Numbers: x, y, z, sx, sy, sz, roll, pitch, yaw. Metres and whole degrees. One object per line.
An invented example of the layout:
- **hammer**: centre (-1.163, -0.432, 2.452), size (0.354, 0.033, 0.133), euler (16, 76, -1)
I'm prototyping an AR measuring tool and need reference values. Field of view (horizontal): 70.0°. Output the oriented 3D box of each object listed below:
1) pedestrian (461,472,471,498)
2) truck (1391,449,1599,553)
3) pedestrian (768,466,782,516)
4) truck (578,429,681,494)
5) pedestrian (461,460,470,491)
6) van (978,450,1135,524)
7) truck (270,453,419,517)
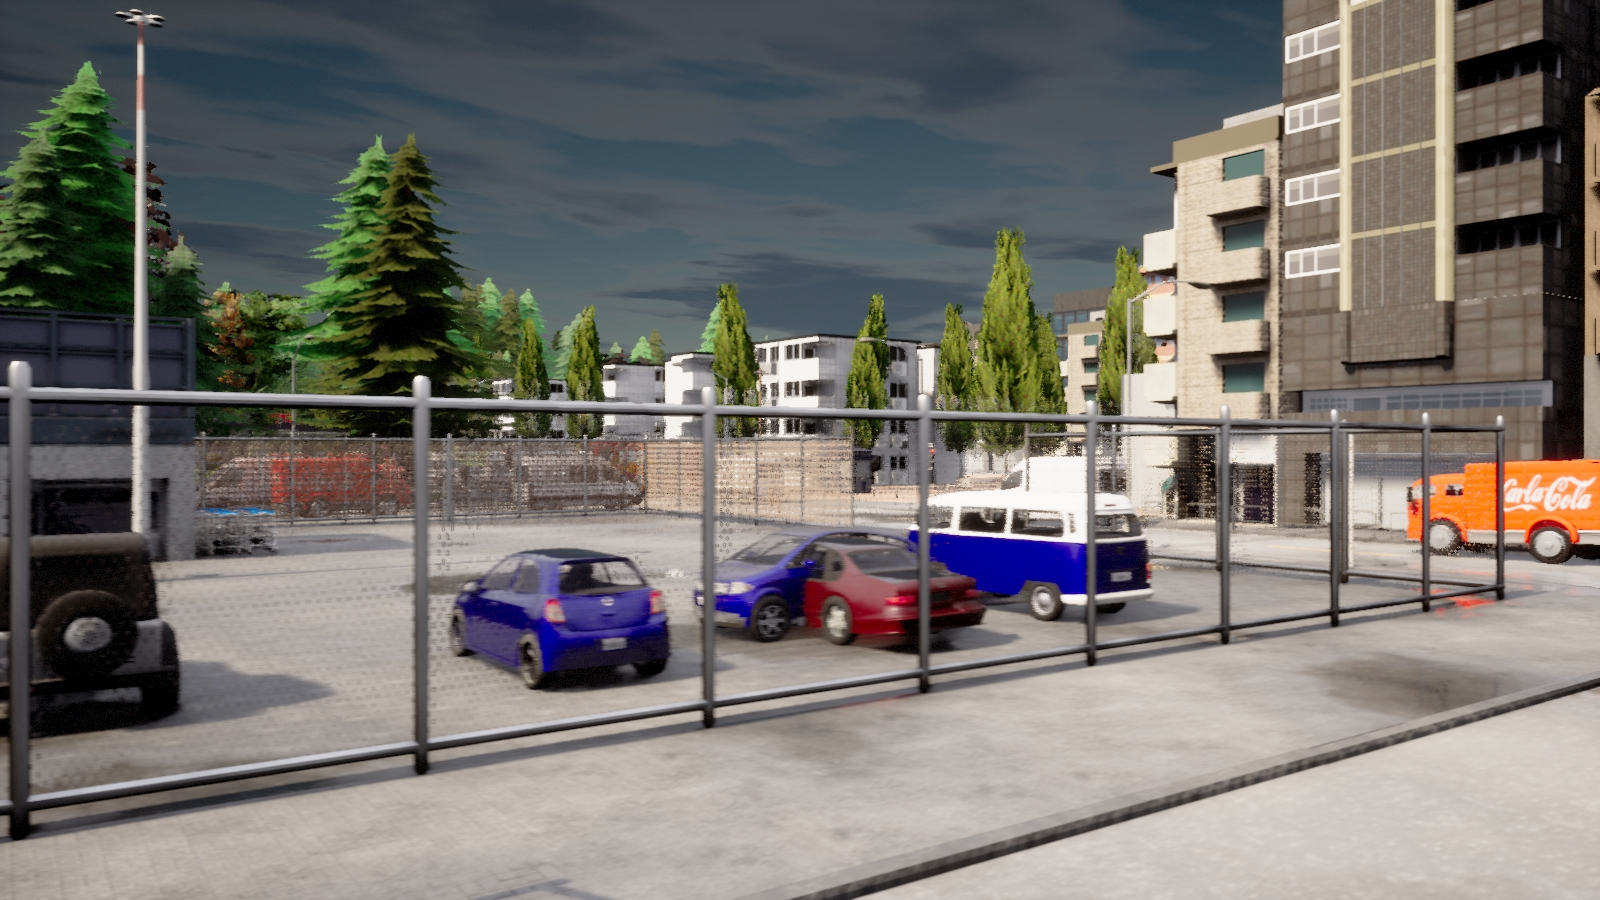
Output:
- **pedestrian**: centre (-17.265, 1.804, 58.994), size (0.375, 1.300, 0.375), euler (0, 0, -37)
- **truck**: centre (18.644, 1.311, 29.585), size (2.627, 2.467, 5.204), euler (0, -3, -35)
- **pedestrian**: centre (-0.943, 1.516, 42.784), size (0.375, 1.860, 0.375), euler (0, 0, -42)
- **truck**: centre (-10.721, 0.670, 71.019), size (2.891, 3.827, 8.468), euler (0, 0, -35)
- **pedestrian**: centre (-20.110, 1.526, 68.684), size (0.375, 1.860, 0.375), euler (0, 0, -35)
- **van**: centre (9.455, 1.313, 42.676), size (1.988, 2.561, 5.915), euler (0, 0, -35)
- **truck**: centre (-18.593, 1.348, 46.694), size (5.204, 2.467, 2.627), euler (0, 0, -35)
